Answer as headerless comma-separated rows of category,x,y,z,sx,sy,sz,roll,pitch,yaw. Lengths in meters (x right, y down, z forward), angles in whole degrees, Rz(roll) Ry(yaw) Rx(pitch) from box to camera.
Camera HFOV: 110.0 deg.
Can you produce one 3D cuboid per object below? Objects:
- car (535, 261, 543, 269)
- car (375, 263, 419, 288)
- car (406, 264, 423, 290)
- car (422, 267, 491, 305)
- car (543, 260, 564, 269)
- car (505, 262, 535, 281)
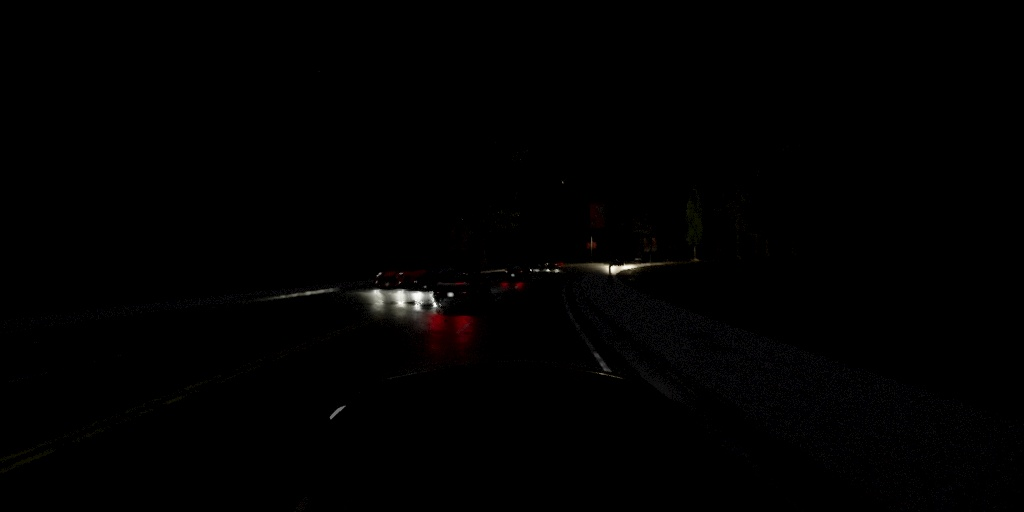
car,4.747,1.660,64.892,2.033,1.411,5.357,-1,0,26
car,-7.750,1.284,25.520,2.097,1.767,4.553,0,0,10
car,-4.773,1.462,24.022,2.033,1.411,5.357,0,0,9
car,-2.209,1.351,16.836,2.128,1.511,4.902,0,0,6
car,7.660,1.425,63.517,2.097,1.767,4.553,-1,0,26
car,0.584,1.484,33.251,1.812,1.442,4.674,0,0,13
